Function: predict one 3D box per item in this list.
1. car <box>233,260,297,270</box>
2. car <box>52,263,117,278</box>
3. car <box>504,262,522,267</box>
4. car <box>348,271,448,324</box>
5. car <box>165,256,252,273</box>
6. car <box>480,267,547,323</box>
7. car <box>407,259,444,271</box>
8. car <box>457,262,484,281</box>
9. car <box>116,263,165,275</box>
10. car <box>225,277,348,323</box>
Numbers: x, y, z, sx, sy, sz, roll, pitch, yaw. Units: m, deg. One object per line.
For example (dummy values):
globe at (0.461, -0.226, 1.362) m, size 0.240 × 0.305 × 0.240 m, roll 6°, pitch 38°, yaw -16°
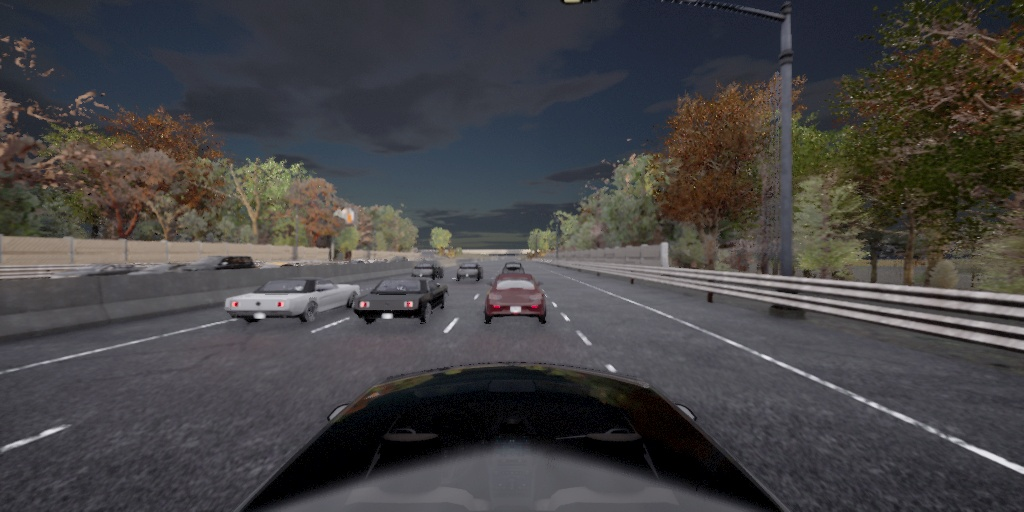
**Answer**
car at (-17.597, 1.240, 26.542) m, size 1.882 × 1.535 × 5.008 m, roll 0°, pitch 0°, yaw 0°
car at (-28.097, 1.253, 24.591) m, size 2.128 × 1.511 × 4.902 m, roll 0°, pitch 0°, yaw 0°
car at (0.100, 1.270, 29.757) m, size 1.837 × 1.490 × 4.892 m, roll 0°, pitch 0°, yaw 0°
car at (-3.398, 1.353, 12.011) m, size 1.895 × 1.301 × 4.718 m, roll 0°, pitch 0°, yaw 0°
car at (-21.097, 0.984, 25.826) m, size 2.150 × 2.045 × 5.566 m, roll 0°, pitch 0°, yaw 0°
car at (0.100, 1.278, 12.018) m, size 1.812 × 1.442 × 4.674 m, roll 0°, pitch 0°, yaw 0°
car at (-6.899, 1.257, 29.719) m, size 2.128 × 1.511 × 4.902 m, roll 0°, pitch 0°, yaw 0°
car at (-3.401, 1.257, 29.713) m, size 2.128 × 1.511 × 4.902 m, roll 0°, pitch 0°, yaw 0°
car at (-24.598, 1.267, 25.700) m, size 1.837 × 1.490 × 4.892 m, roll 0°, pitch 0°, yaw 0°
car at (-6.896, 1.353, 12.036) m, size 1.895 × 1.301 × 4.718 m, roll 0°, pitch 0°, yaw 0°
